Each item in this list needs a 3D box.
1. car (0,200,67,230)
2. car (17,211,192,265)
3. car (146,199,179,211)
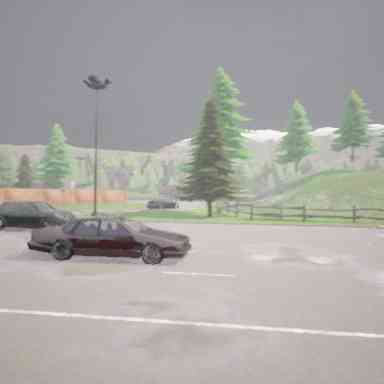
[{"bbox_3d":[-9.035,1.298,19.310,4.553,1.767,2.097,1,0,8],"label":"car"},{"bbox_3d":[-2.743,1.547,11.333,5.357,1.411,2.033,1,0,8],"label":"car"},{"bbox_3d":[-3.652,1.579,42.209,2.128,1.511,4.902,1,0,37],"label":"car"}]
